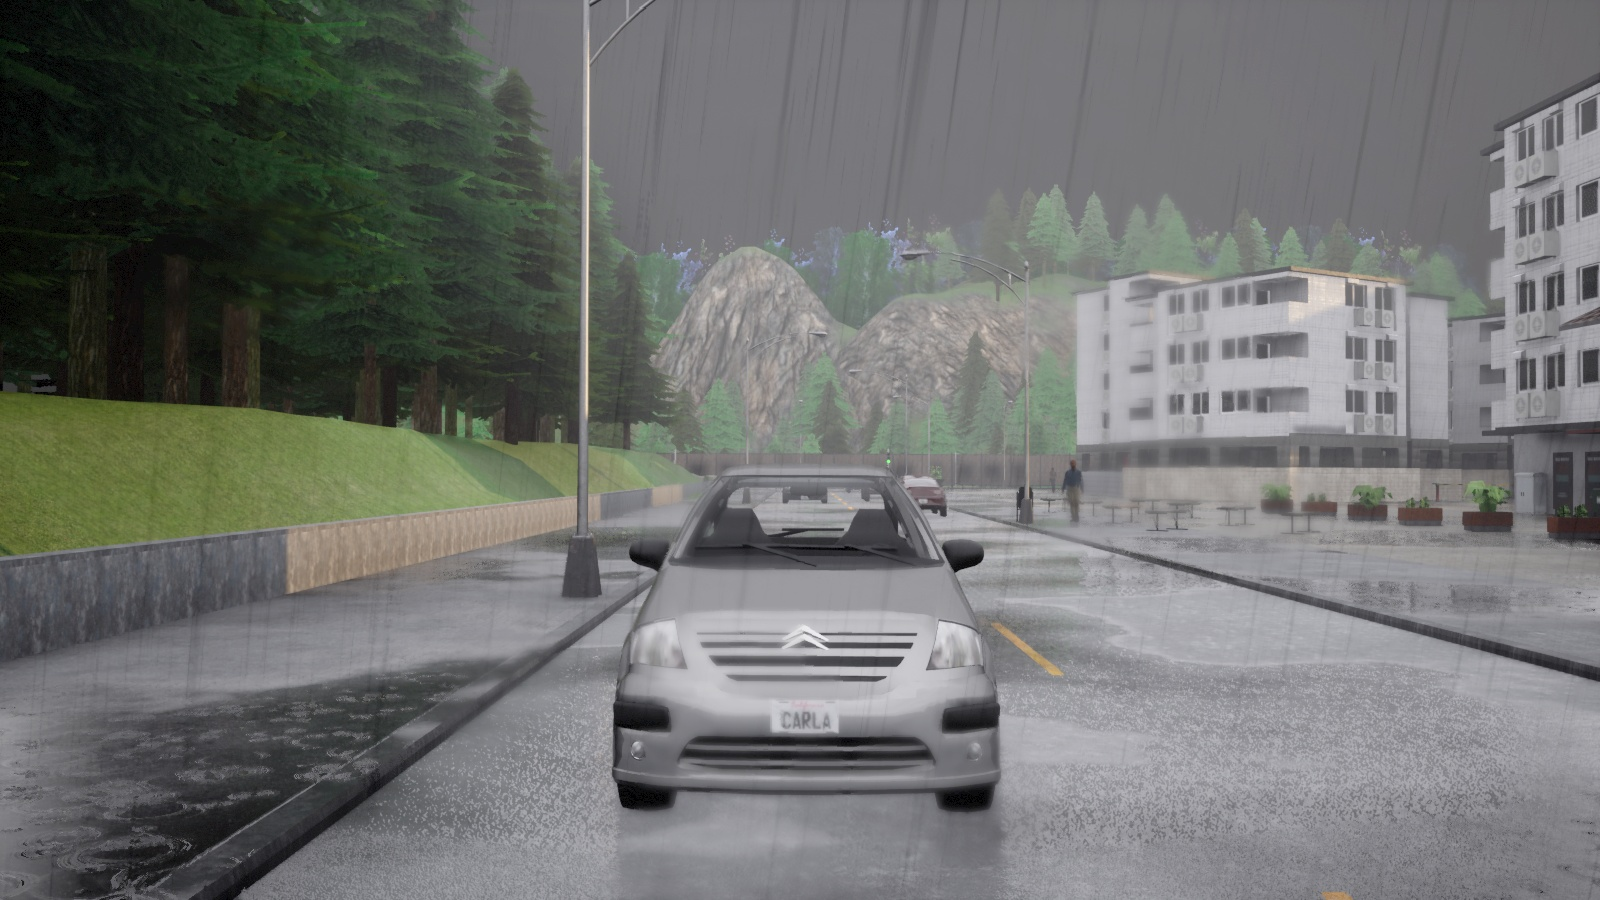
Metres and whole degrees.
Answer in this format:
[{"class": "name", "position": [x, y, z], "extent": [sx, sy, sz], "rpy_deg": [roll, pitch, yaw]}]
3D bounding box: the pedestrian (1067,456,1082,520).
[{"class": "pedestrian", "position": [7.970, 1.103, 36.456], "extent": [0.370, 1.835, 0.726], "rpy_deg": [-1, -1, 16]}]

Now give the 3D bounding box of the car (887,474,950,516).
[{"class": "car", "position": [4.195, 1.580, 45.130], "extent": [1.812, 1.442, 4.674], "rpy_deg": [0, -1, 0]}]

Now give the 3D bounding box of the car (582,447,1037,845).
[{"class": "car", "position": [0.044, 0.832, 7.120], "extent": [1.851, 1.617, 3.988], "rpy_deg": [0, -1, 0]}]
